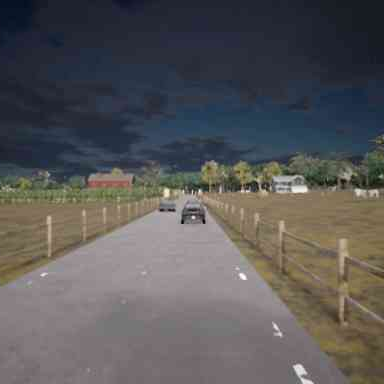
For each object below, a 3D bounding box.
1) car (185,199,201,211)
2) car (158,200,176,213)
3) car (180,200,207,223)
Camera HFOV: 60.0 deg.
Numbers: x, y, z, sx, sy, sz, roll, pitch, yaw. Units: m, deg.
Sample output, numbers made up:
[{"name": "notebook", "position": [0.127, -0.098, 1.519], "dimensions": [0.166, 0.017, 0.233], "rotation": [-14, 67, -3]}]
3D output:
[{"name": "car", "position": [0.098, 1.691, 43.393], "dimensions": [1.994, 1.385, 4.181], "rotation": [0, 0, 0]}, {"name": "car", "position": [-2.842, 1.674, 39.392], "dimensions": [2.033, 1.411, 5.357], "rotation": [0, 0, 0]}, {"name": "car", "position": [0.101, 1.613, 26.557], "dimensions": [1.837, 1.490, 4.892], "rotation": [0, 0, 0]}]
